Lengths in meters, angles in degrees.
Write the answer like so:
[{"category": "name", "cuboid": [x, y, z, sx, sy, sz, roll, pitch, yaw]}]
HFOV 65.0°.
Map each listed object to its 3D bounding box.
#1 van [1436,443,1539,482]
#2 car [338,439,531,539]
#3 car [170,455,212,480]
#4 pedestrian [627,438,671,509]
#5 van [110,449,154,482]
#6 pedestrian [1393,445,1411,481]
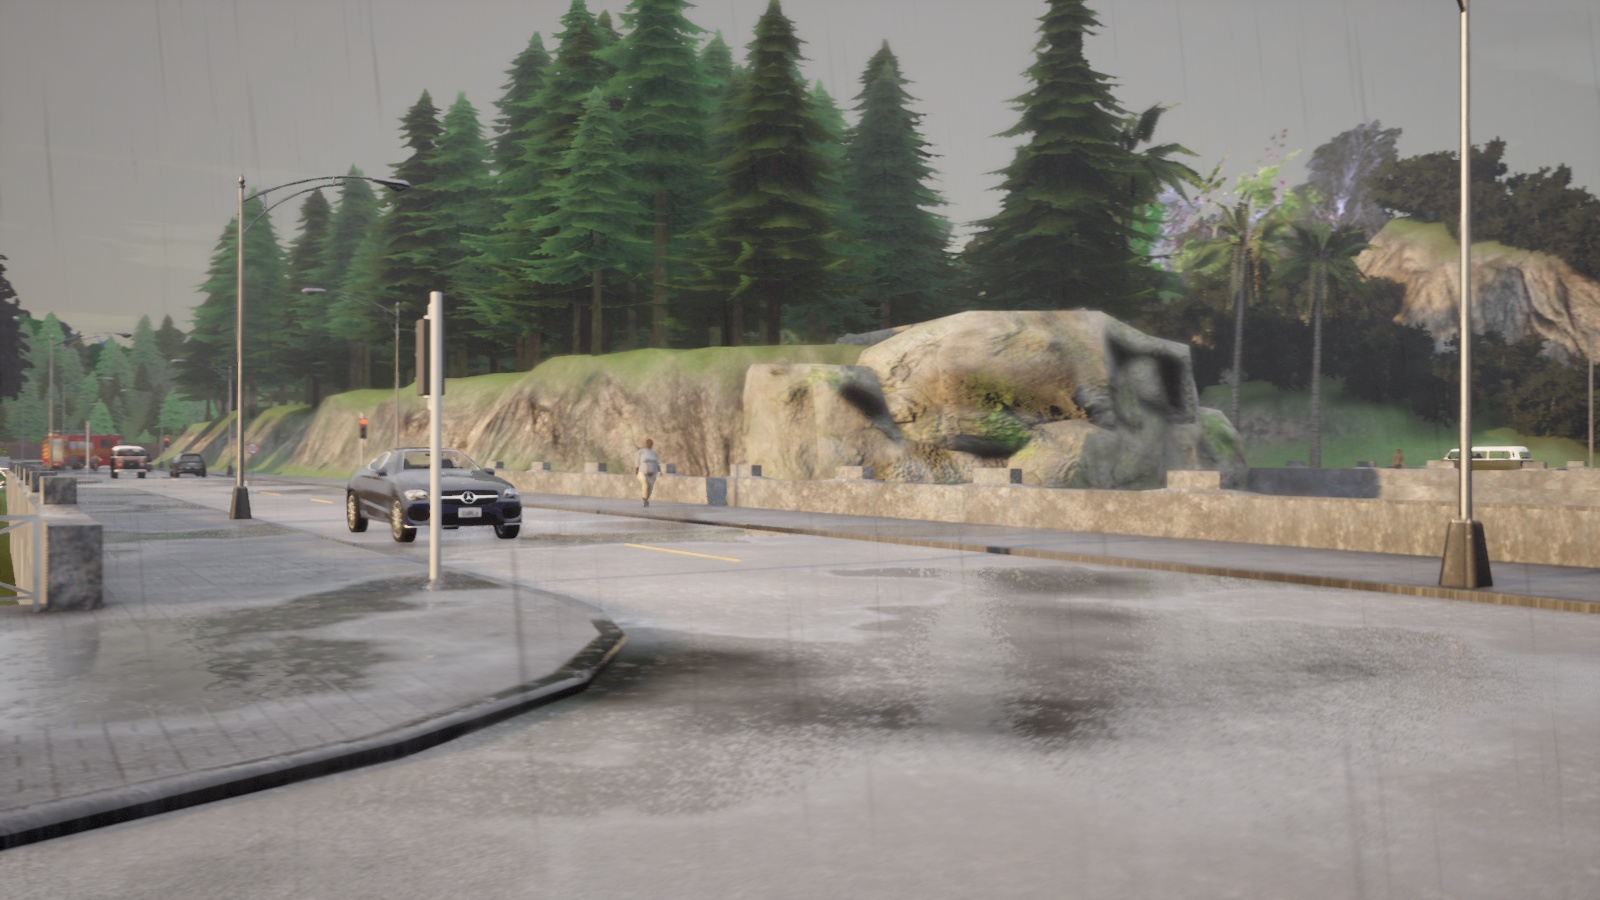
[{"category": "van", "cuboid": [37.388, 0.665, 68.374, 2.069, 2.038, 4.480, 0, 0, -32]}, {"category": "car", "cuboid": [-6.942, 0.650, 23.419, 2.152, 1.651, 5.027, 0, 0, -32]}, {"category": "car", "cuboid": [-41.398, 1.179, 85.337, 2.033, 1.649, 4.856, 0, 0, -32]}, {"category": "pedestrian", "cuboid": [-4.005, 0.617, 33.285, 0.874, 1.855, 0.900, 0, 0, -32]}, {"category": "van", "cuboid": [-41.749, 0.943, 78.412, 2.069, 2.038, 4.480, 0, 0, -32]}, {"category": "pedestrian", "cuboid": [30.580, 0.652, 63.817, 0.328, 1.805, 0.869, 0, 0, -13]}]
